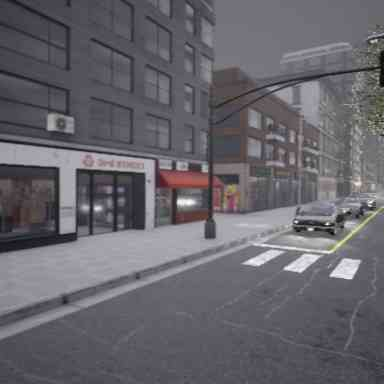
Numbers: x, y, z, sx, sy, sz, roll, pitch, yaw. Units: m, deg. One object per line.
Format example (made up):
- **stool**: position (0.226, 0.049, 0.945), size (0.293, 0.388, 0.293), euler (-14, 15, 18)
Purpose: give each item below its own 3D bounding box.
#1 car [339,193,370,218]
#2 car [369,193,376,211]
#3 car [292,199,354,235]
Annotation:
- **car**: position (12.081, 1.120, 25.565), size (2.128, 1.511, 4.902), euler (1, 1, 33)
- **car**: position (17.458, 0.879, 33.951), size (2.097, 1.767, 4.553), euler (1, 1, 33)
- **car**: position (6.819, 1.278, 17.347), size (2.033, 1.411, 5.357), euler (1, 1, 32)
